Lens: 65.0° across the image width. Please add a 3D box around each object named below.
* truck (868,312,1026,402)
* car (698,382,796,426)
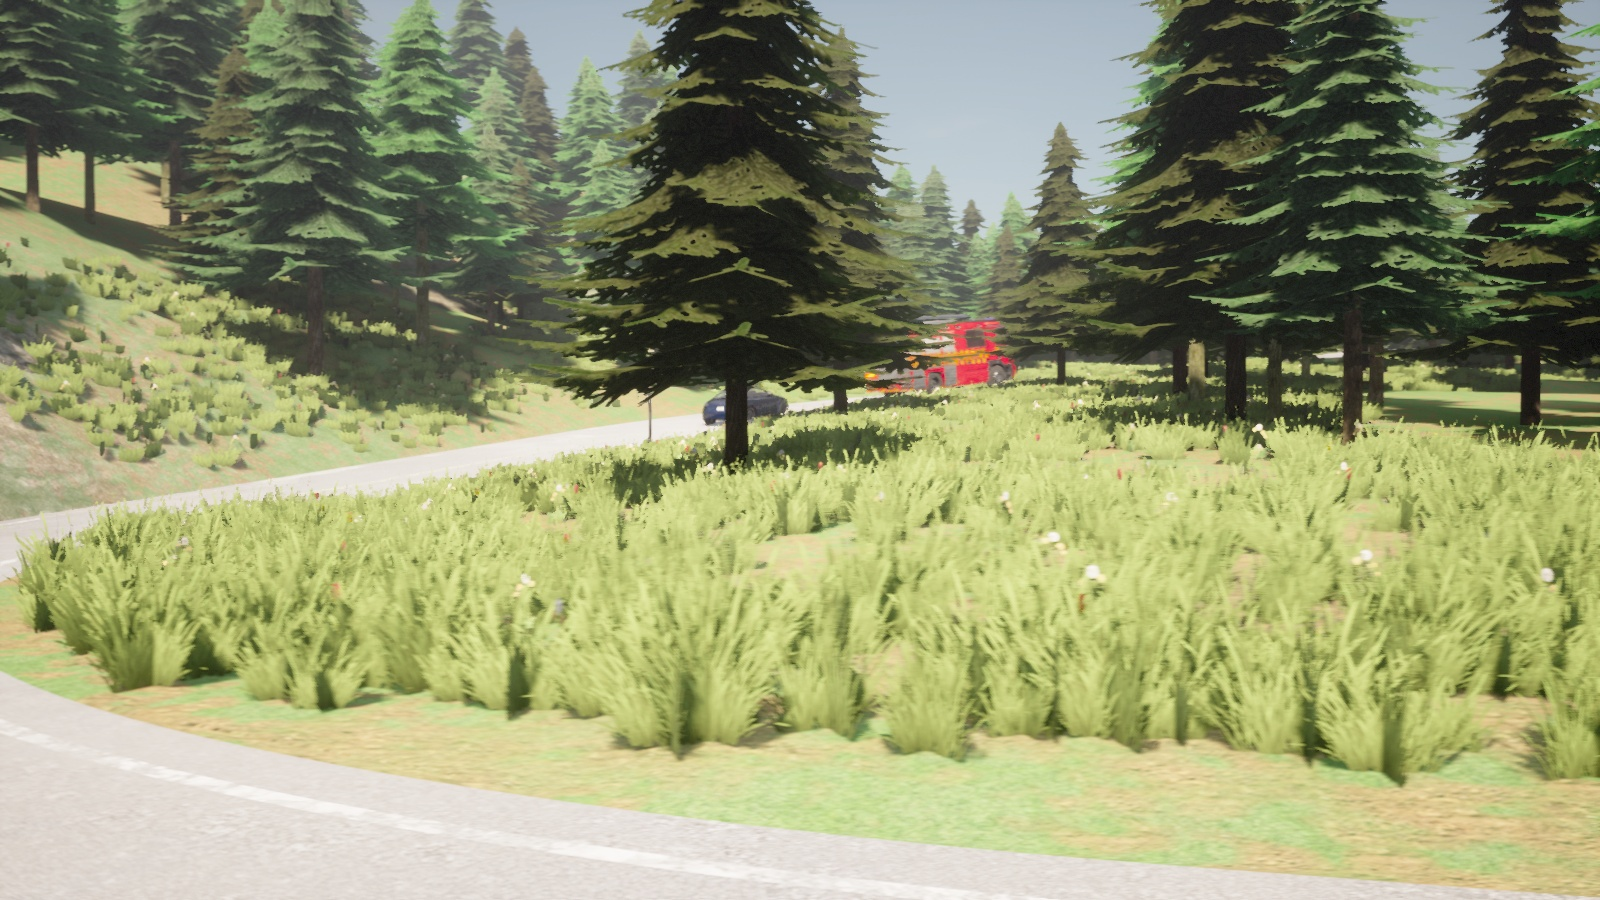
[{"bbox_3d":[7.255,-4.582,60.834,2.891,3.827,8.468,0,6,44],"label":"truck"},{"bbox_3d":[-1.986,-1.801,48.494,1.994,1.385,4.181,0,6,26],"label":"car"}]
